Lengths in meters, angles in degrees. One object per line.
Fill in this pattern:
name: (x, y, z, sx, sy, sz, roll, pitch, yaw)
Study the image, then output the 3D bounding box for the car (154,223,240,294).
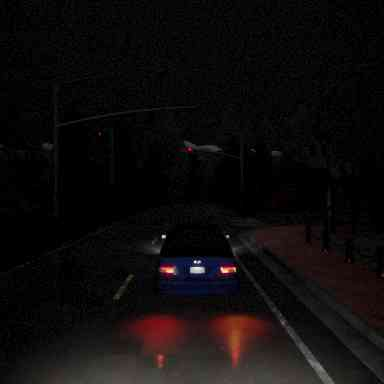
car: (0.101, 1.547, 8.899, 2.033, 1.411, 5.357, 0, 0, 0)
